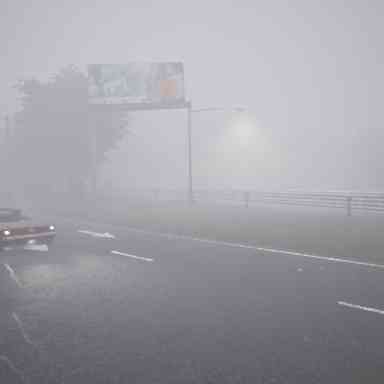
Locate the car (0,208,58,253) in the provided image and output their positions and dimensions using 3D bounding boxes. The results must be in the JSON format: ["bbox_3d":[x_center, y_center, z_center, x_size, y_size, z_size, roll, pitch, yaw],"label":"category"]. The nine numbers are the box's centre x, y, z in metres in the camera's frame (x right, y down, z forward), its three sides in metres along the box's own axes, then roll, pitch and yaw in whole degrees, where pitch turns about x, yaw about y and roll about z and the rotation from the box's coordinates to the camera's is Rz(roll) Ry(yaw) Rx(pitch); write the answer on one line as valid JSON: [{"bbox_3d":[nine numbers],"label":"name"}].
[{"bbox_3d":[-6.998,1.319,12.617,4.718,1.301,1.895,1,3,42],"label":"car"}]
